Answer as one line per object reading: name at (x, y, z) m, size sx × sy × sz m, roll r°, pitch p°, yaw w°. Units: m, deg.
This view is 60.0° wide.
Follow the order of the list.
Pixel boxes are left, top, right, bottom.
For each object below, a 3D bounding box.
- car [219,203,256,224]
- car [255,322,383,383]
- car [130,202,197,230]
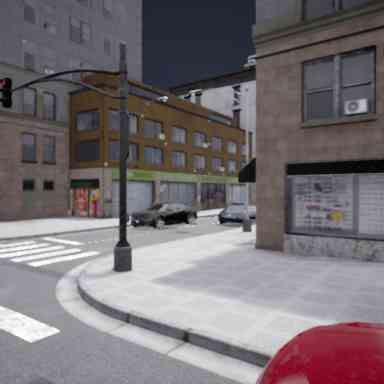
car at (3.541, 1.458, 22.836) m, size 1.994 × 1.385 × 4.181 m, roll 0°, pitch 0°, yaw 35°
car at (2.528, 1.316, 1.000) m, size 5.009 × 1.841 × 2.192 m, roll 0°, pitch 0°, yaw 36°
car at (-1.644, 1.387, 20.742) m, size 1.882 × 1.535 × 5.008 m, roll 0°, pitch 0°, yaw 35°
